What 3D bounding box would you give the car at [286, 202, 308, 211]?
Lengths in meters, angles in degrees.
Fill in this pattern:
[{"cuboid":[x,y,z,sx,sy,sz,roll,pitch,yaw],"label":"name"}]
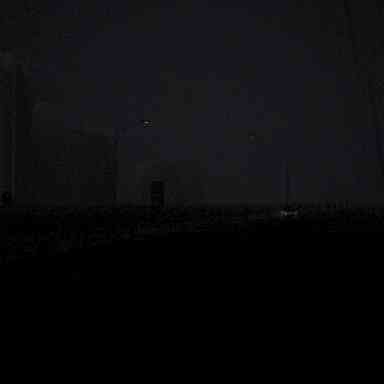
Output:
[{"cuboid":[15.407,2.101,49.031,1.895,1.301,4.718,1,0,36],"label":"car"}]
